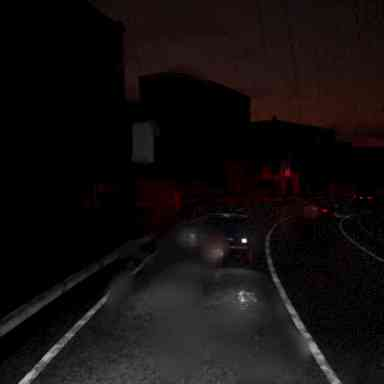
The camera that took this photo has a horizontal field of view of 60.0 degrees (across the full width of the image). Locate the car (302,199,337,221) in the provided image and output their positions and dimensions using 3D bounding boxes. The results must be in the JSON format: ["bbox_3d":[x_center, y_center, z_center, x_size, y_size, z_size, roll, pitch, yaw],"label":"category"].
[{"bbox_3d":[9.447,1.240,24.457,2.033,1.411,5.357,4,2,29],"label":"car"}]

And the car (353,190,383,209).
[{"bbox_3d":[20.853,0.834,39.213,2.150,2.045,5.566,6,3,44],"label":"car"}]

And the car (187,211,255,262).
[{"bbox_3d":[1.176,1.356,11.426,1.895,1.301,4.718,2,1,12],"label":"car"}]
